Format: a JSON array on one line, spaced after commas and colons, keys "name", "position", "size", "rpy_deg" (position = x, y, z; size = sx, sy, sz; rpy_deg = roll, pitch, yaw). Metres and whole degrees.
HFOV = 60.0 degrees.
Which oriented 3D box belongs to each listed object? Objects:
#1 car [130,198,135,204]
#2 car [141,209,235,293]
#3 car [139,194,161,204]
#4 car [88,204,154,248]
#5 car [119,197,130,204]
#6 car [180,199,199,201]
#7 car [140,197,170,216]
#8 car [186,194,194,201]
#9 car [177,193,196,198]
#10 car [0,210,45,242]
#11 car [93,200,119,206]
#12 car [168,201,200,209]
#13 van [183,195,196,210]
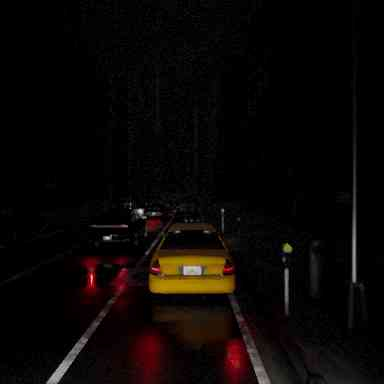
[{"name": "car", "position": [-8.813, 1.441, 43.978], "size": [1.967, 1.590, 4.097], "rpy_deg": [0, 0, 0]}, {"name": "car", "position": [0.004, 1.456, 8.840], "size": [1.801, 1.575, 5.366], "rpy_deg": [0, 0, 0]}, {"name": "car", "position": [-6.145, 1.329, 47.745], "size": [2.150, 2.045, 5.566], "rpy_deg": [0, 0, 0]}, {"name": "car", "position": [-3.145, 1.496, 14.775], "size": [2.128, 1.511, 4.902], "rpy_deg": [0, 0, 0]}, {"name": "car", "position": [-8.813, 1.567, 38.453], "size": [1.947, 1.339, 4.313], "rpy_deg": [0, 0, 0]}, {"name": "car", "position": [-0.287, 1.551, 27.412], "size": [2.008, 1.369, 4.403], "rpy_deg": [0, 0, 0]}, {"name": "car", "position": [-3.145, 1.518, 29.775], "size": [1.837, 1.490, 4.892], "rpy_deg": [0, 0, 0]}, {"name": "car", "position": [-0.572, 1.469, 87.873], "size": [1.967, 1.590, 4.097], "rpy_deg": [0, 0, -1]}, {"name": "car", "position": [-0.287, 1.316, 38.459], "size": [2.192, 1.841, 5.009], "rpy_deg": [0, 0, 0]}, {"name": "car", "position": [-8.813, 1.566, 16.352], "size": [1.947, 1.339, 4.313], "rpy_deg": [0, 0, 0]}, {"name": "car", "position": [-8.813, 1.582, 32.928], "size": [1.802, 1.307, 4.206], "rpy_deg": [0, 0, 0]}, {"name": "car", "position": [-0.287, 1.551, 21.888], "size": [2.008, 1.369, 4.403], "rpy_deg": [0, 0, 0]}, {"name": "van", "position": [-0.287, 1.342, 43.983], "size": [1.690, 1.788, 3.998], "rpy_deg": [0, 0, 0]}]
